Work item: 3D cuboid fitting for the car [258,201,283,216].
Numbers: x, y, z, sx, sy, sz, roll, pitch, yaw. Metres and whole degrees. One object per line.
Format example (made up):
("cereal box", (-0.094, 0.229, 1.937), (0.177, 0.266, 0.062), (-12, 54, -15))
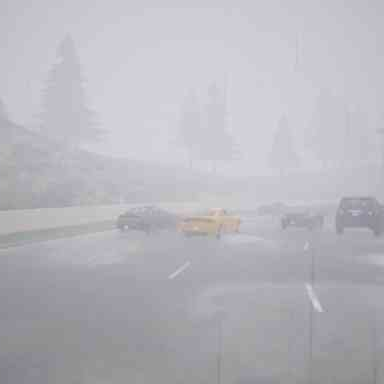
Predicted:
("car", (8.586, 1.681, 34.055), (4.674, 1.442, 1.812), (0, 0, -44))

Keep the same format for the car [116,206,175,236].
("car", (-2.317, 1.571, 19.121), (2.128, 1.511, 4.902), (0, 0, 24))

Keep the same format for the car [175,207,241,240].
("car", (1.198, 1.556, 17.869), (1.882, 1.535, 5.008), (0, 0, 25))

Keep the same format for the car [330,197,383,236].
("car", (9.994, 1.309, 19.555), (2.150, 2.045, 5.566), (0, -1, 34))

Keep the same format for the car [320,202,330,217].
("car", (13.540, 1.721, 33.353), (4.181, 1.385, 1.994), (0, 0, -40))

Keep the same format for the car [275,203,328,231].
("car", (7.085, 1.625, 21.226), (1.812, 1.442, 4.674), (0, -1, 32))
